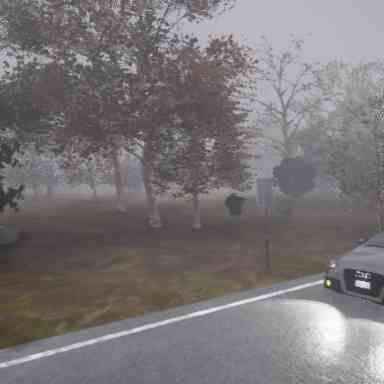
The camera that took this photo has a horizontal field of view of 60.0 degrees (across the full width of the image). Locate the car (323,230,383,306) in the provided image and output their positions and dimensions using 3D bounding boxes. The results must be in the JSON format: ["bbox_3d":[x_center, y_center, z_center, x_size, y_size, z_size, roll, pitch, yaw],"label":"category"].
[{"bbox_3d":[4.818,1.537,7.337,4.181,1.385,1.994,0,0,-35],"label":"car"}]
